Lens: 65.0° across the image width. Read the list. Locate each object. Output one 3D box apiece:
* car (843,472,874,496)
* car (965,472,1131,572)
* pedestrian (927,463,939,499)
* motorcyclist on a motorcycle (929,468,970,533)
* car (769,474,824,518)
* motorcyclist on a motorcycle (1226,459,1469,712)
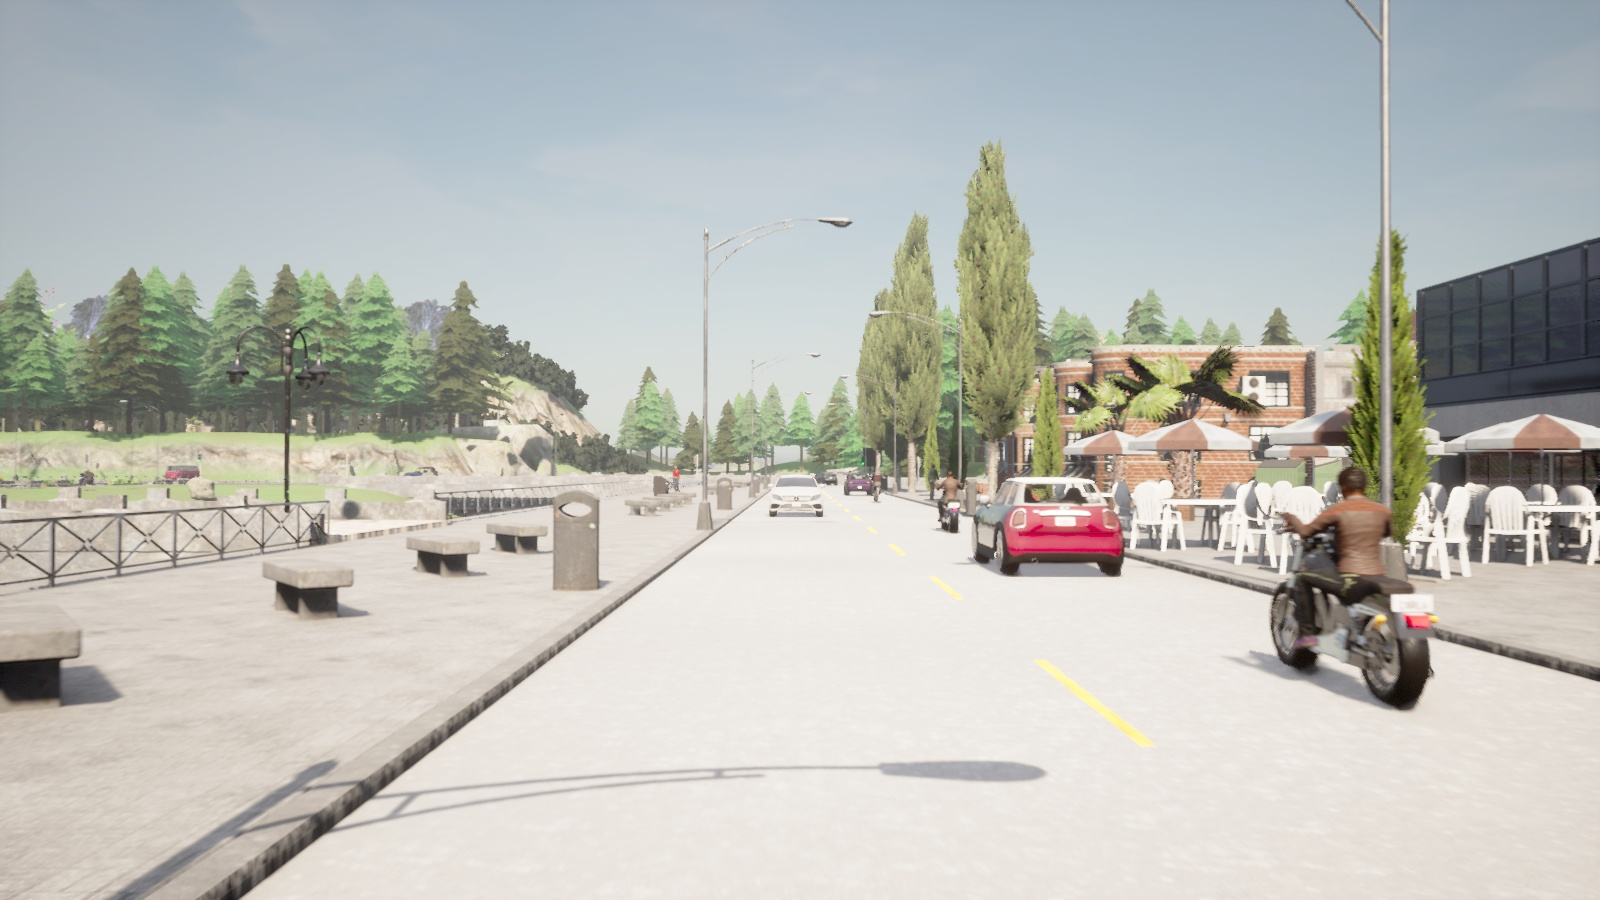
[{"bbox_3d":[3.789,2.181,81.715,1.816,1.474,4.193,0,-1,0],"label":"car"},{"bbox_3d":[3.945,1.110,20.621,1.970,1.475,3.806,0,-1,0],"label":"car"},{"bbox_3d":[6.733,1.563,63.650,0.353,1.847,0.614,-1,-1,31],"label":"pedestrian"},{"bbox_3d":[3.914,1.302,33.019,0.766,1.649,2.350,0,-1,0],"label":"motorcyclist on a motorcycle"},{"bbox_3d":[-0.113,1.573,43.760,1.812,1.442,4.674,0,-1,0],"label":"car"},{"bbox_3d":[3.974,0.906,9.383,0.766,1.649,2.350,0,-1,0],"label":"motorcyclist on a motorcycle"}]
